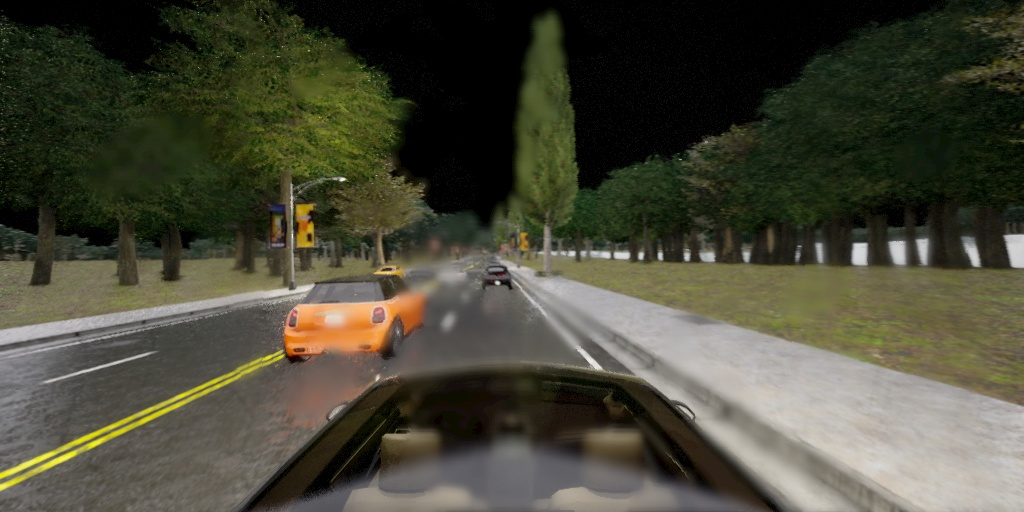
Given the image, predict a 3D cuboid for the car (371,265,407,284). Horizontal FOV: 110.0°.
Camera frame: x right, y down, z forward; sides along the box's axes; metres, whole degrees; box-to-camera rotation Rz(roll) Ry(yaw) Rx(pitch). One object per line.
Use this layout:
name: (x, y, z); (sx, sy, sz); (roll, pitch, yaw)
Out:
car: (-11.482, 1.688, 33.913); (1.882, 1.535, 5.008); (-1, 0, -3)

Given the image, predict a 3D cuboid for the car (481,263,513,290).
car: (-0.995, 1.392, 24.017); (1.837, 1.490, 4.892); (-1, 0, -3)

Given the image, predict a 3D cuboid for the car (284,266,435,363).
car: (-3.410, 1.226, 8.803); (2.097, 1.767, 4.553); (-1, 0, -3)

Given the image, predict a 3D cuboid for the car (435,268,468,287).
car: (-4.436, 1.596, 27.653); (1.895, 1.301, 4.718); (-1, 0, -3)

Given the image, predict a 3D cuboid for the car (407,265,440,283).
car: (-8.236, 1.674, 34.028); (2.033, 1.411, 5.357); (-1, 0, -3)
